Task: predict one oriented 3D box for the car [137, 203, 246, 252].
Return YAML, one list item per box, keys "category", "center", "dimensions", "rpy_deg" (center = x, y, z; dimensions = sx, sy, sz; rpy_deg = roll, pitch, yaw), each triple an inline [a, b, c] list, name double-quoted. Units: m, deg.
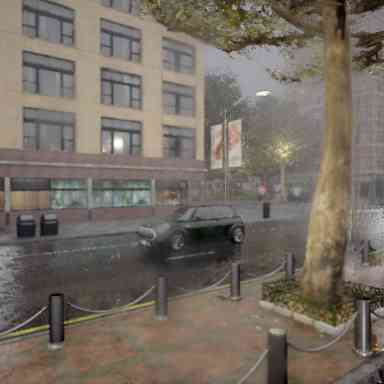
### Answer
- category: "car"
  center: [0.034, 1.298, 13.812]
  dimensions: [4.553, 1.767, 2.097]
  rpy_deg: [0, 0, -35]
